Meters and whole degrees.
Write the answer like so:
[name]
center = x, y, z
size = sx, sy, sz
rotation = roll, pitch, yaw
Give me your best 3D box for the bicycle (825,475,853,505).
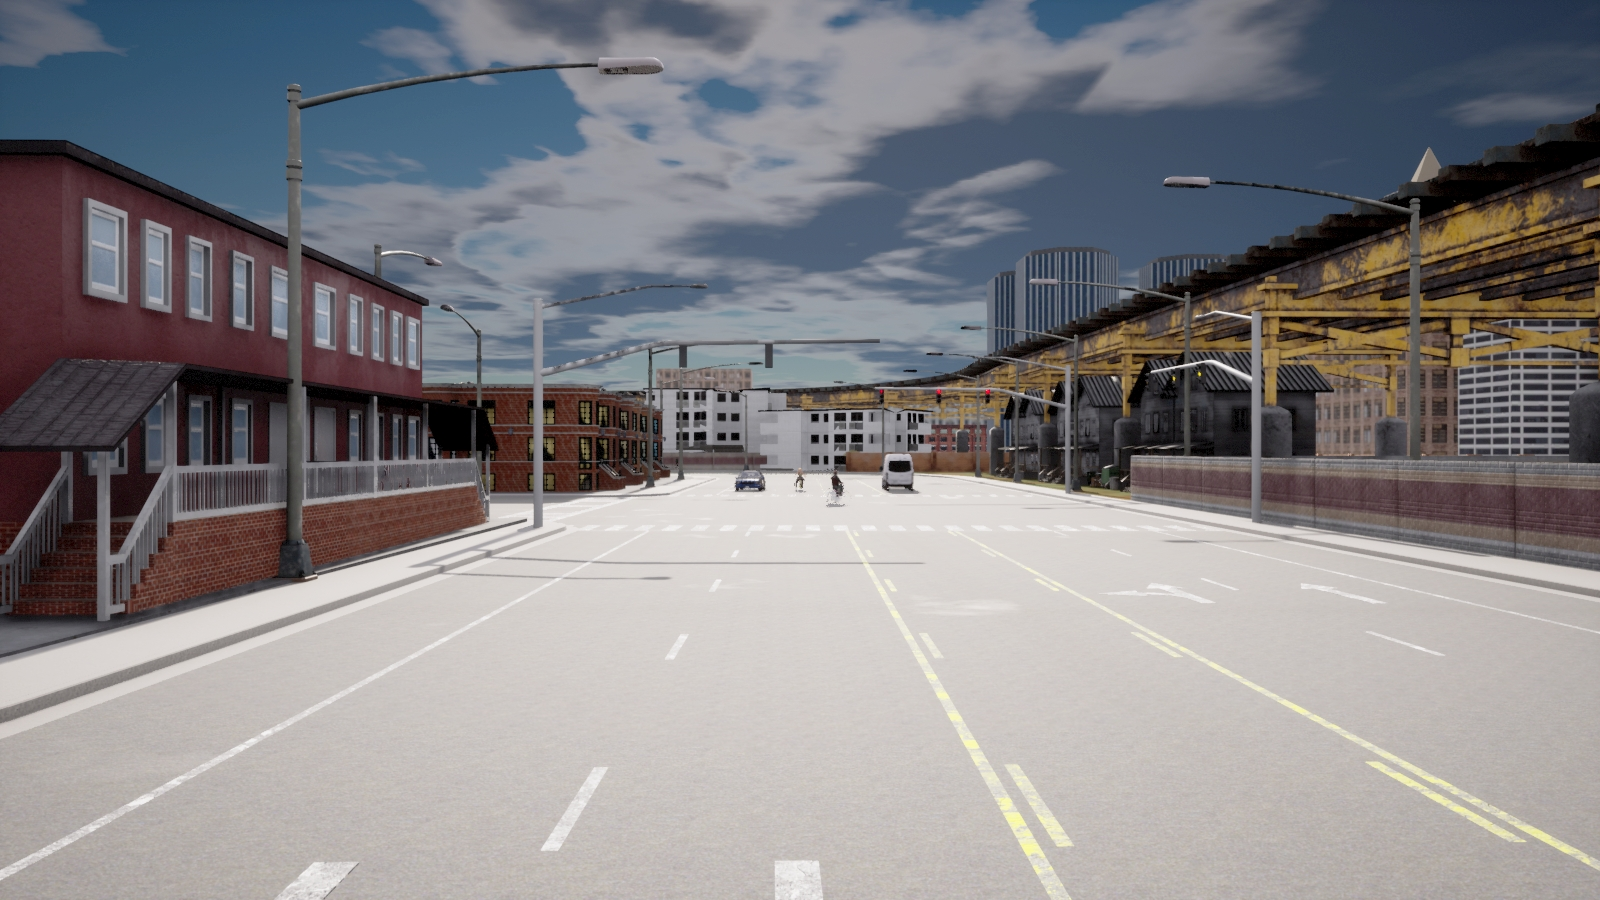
[bicycle]
center = 2.018, 2.069, 58.996
size = 0.329, 1.496, 1.835
rotation = -1, 0, 43
